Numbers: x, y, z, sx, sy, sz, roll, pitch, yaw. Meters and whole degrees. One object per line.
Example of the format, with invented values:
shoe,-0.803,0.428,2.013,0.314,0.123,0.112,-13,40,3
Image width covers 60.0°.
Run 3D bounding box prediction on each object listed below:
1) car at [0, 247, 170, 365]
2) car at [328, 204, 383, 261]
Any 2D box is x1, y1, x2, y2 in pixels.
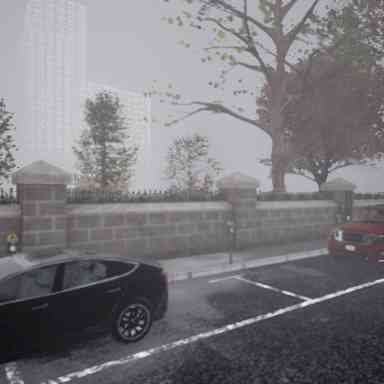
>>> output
car,-2.363,1.569,4.875,4.313,1.339,1.947,0,0,-36
car,6.794,1.369,11.429,5.009,1.841,2.192,0,0,-36
